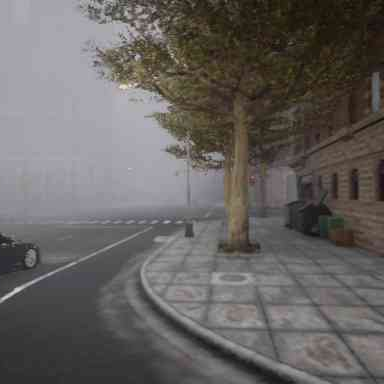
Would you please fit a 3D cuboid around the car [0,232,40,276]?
[{"bbox_3d":[-5.960,1.701,8.788,1.837,1.490,4.892,-1,-2,6],"label":"car"}]

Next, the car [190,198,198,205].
[{"bbox_3d":[0.268,2.110,71.149,1.812,1.442,4.674,-1,0,6],"label":"car"}]

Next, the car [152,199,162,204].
[{"bbox_3d":[-8.898,2.367,84.578,1.895,1.301,4.718,-1,0,6],"label":"car"}]

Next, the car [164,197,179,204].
[{"bbox_3d":[-5.413,2.090,84.277,2.097,1.767,4.553,-1,0,6],"label":"car"}]
